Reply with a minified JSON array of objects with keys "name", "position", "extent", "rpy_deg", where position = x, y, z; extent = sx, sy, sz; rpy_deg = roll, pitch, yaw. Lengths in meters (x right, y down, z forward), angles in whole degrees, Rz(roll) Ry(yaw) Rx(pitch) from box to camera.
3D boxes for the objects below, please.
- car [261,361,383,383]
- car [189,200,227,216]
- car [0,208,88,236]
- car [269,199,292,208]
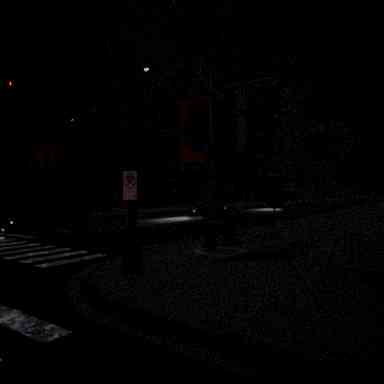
[{"name":"car","position":[2.176,1.551,1.294],"extent":[4.403,1.369,2.008],"rpy_deg":[0,0,36]},{"name":"car","position":[1.618,1.536,32.871],"extent":[2.128,1.511,4.902],"rpy_deg":[0,0,35]},{"name":"car","position":[-8.355,1.615,18.752],"extent":[1.895,1.301,4.718],"rpy_deg":[0,0,35]},{"name":"car","position":[12.893,1.690,48.694],"extent":[1.895,1.301,4.718],"rpy_deg":[0,0,36]}]
